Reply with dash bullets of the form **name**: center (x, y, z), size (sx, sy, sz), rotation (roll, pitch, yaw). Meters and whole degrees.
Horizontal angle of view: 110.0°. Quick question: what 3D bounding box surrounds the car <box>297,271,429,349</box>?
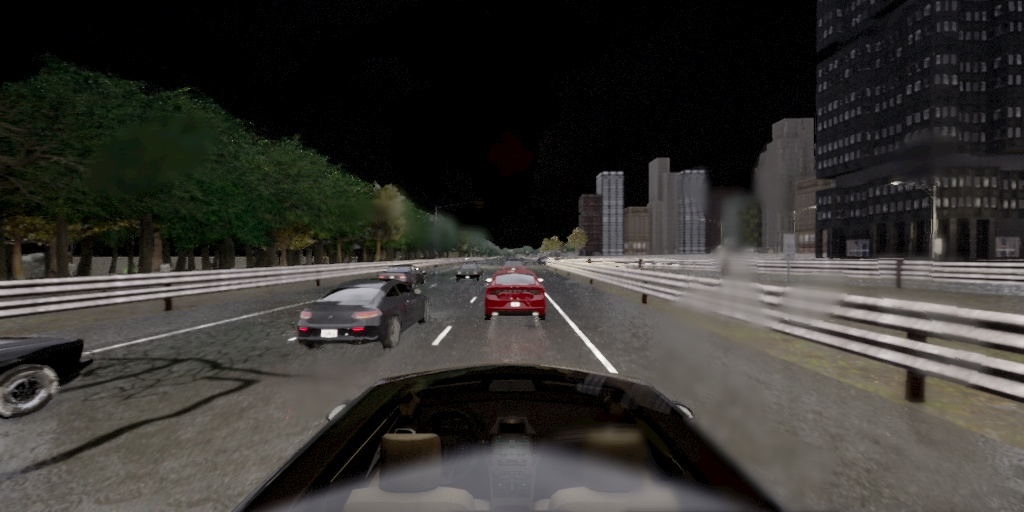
- **car**: center (-3.401, 1.272, 8.978), size (1.812, 1.442, 4.674), rotation (0, 0, 0)

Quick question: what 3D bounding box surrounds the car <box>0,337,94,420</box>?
- **car**: center (-6.901, 1.351, 2.914), size (1.895, 1.301, 4.718), rotation (0, 0, 0)

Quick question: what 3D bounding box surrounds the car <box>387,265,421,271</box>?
- **car**: center (-6.896, 1.276, 23.128), size (2.033, 1.411, 5.357), rotation (0, 0, 0)

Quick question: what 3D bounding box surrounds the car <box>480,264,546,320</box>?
- **car**: center (0.100, 1.220, 12.673), size (1.882, 1.535, 5.008), rotation (0, 0, 0)

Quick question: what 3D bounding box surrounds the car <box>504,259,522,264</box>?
- **car**: center (0.108, 1.064, 30.577), size (2.097, 1.767, 4.553), rotation (0, 0, 0)

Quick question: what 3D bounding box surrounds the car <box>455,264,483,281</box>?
- **car**: center (-3.395, 1.316, 29.585), size (1.895, 1.301, 4.718), rotation (0, 0, 0)
